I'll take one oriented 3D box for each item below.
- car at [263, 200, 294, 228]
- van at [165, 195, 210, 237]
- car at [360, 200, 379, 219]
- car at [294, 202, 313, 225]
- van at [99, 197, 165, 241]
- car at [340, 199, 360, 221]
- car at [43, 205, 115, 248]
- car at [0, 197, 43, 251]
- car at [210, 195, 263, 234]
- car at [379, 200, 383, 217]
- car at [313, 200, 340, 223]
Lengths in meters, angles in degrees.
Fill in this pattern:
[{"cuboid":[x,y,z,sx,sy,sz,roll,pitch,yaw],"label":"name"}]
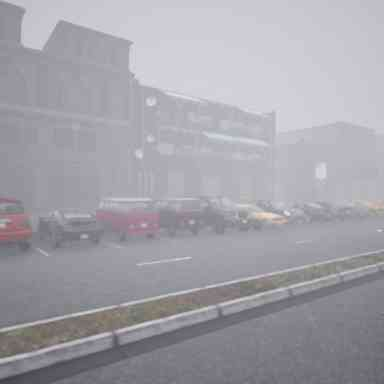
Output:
[{"cuboid":[3.555,1.469,21.351,1.946,1.575,5.366,0,0,-35],"label":"car"},{"cuboid":[-1.255,1.256,18.308,1.878,1.987,4.442,0,0,-35],"label":"van"},{"cuboid":[12.409,1.435,27.871,2.231,1.521,4.892,0,0,-35],"label":"car"},{"cuboid":[5.596,1.339,23.064,2.185,1.767,4.553,0,0,-35],"label":"car"},{"cuboid":[-3.422,1.258,16.776,1.878,1.987,4.442,0,0,-35],"label":"van"},{"cuboid":[10.130,1.475,26.280,2.163,1.488,4.792,0,0,-35],"label":"car"},{"cuboid":[-5.621,1.486,15.067,2.231,1.521,4.892,0,0,-35],"label":"car"},{"cuboid":[-8.010,1.232,13.422,2.435,2.045,5.566,0,0,-35],"label":"car"},{"cuboid":[1.195,1.226,19.866,2.435,2.045,5.566,0,0,-35],"label":"car"},{"cuboid":[14.778,1.423,29.550,2.097,1.535,5.008,0,0,-35],"label":"car"},{"cuboid":[7.883,1.455,24.643,2.097,1.535,5.008,0,0,-35],"label":"car"}]
